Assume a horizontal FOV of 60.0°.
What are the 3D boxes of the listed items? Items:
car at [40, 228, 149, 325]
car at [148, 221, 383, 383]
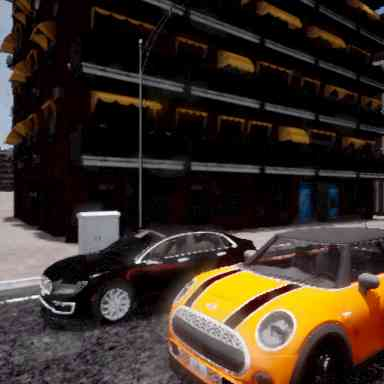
[{"bbox_3d":[-0.622,1.530,7.234,4.892,1.490,1.837,1,0,-35],"label":"car"},{"bbox_3d":[1.901,1.382,5.042,4.553,1.767,2.097,0,0,-36],"label":"car"}]
